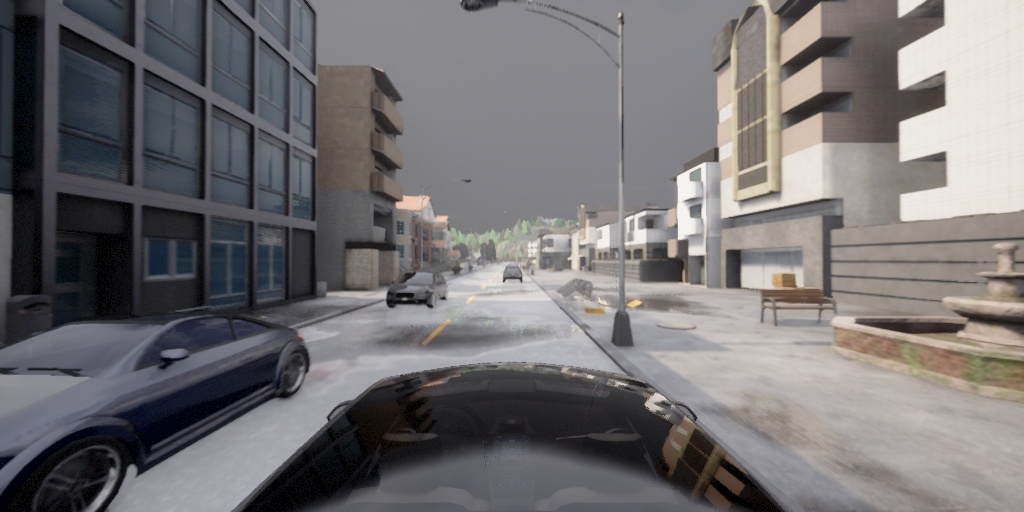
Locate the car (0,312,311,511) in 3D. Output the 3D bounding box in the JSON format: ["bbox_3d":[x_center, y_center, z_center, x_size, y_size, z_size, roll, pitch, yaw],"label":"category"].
[{"bbox_3d":[-4.099,1.337,3.831,1.994,1.385,4.181,0,-1,0],"label":"car"}]

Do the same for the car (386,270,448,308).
[{"bbox_3d":[-4.100,1.410,16.132,1.837,1.490,4.892,0,0,0],"label":"car"}]

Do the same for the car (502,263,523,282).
[{"bbox_3d":[0.072,1.633,32.789,2.033,1.411,5.357,0,-1,0],"label":"car"}]
